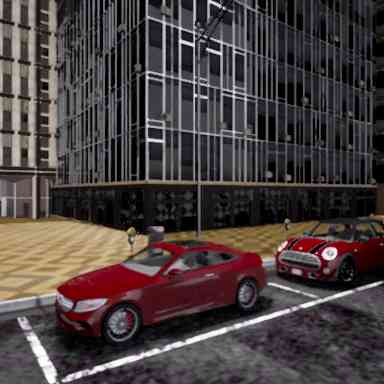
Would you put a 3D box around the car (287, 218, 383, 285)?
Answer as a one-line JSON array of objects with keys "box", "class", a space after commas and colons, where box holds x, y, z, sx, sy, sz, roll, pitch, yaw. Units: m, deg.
[{"box": [4.287, 1.525, 9.626, 4.097, 1.590, 1.967, 1, -1, -35], "class": "car"}]

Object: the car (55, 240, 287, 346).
[{"box": [-0.341, 1.613, 6.325, 4.206, 1.307, 1.802, 1, -1, -35], "class": "car"}]
